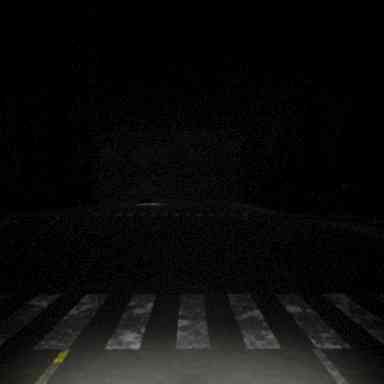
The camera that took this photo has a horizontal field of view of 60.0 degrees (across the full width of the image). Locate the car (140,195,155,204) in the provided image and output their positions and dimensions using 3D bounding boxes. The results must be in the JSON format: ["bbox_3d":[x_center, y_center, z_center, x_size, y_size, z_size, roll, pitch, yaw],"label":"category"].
[{"bbox_3d":[-7.214,1.187,53.672,1.812,1.442,4.674,0,1,-16],"label":"car"}]
